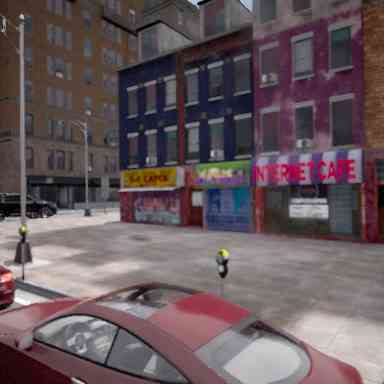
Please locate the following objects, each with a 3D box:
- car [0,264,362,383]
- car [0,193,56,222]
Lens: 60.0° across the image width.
[{"bbox_3d":[-0.577,1.581,3.237,4.206,1.307,1.802,0,-1,35],"label":"car"},{"bbox_3d":[-12.618,1.067,23.736,2.150,2.045,5.566,-1,0,37],"label":"car"}]
